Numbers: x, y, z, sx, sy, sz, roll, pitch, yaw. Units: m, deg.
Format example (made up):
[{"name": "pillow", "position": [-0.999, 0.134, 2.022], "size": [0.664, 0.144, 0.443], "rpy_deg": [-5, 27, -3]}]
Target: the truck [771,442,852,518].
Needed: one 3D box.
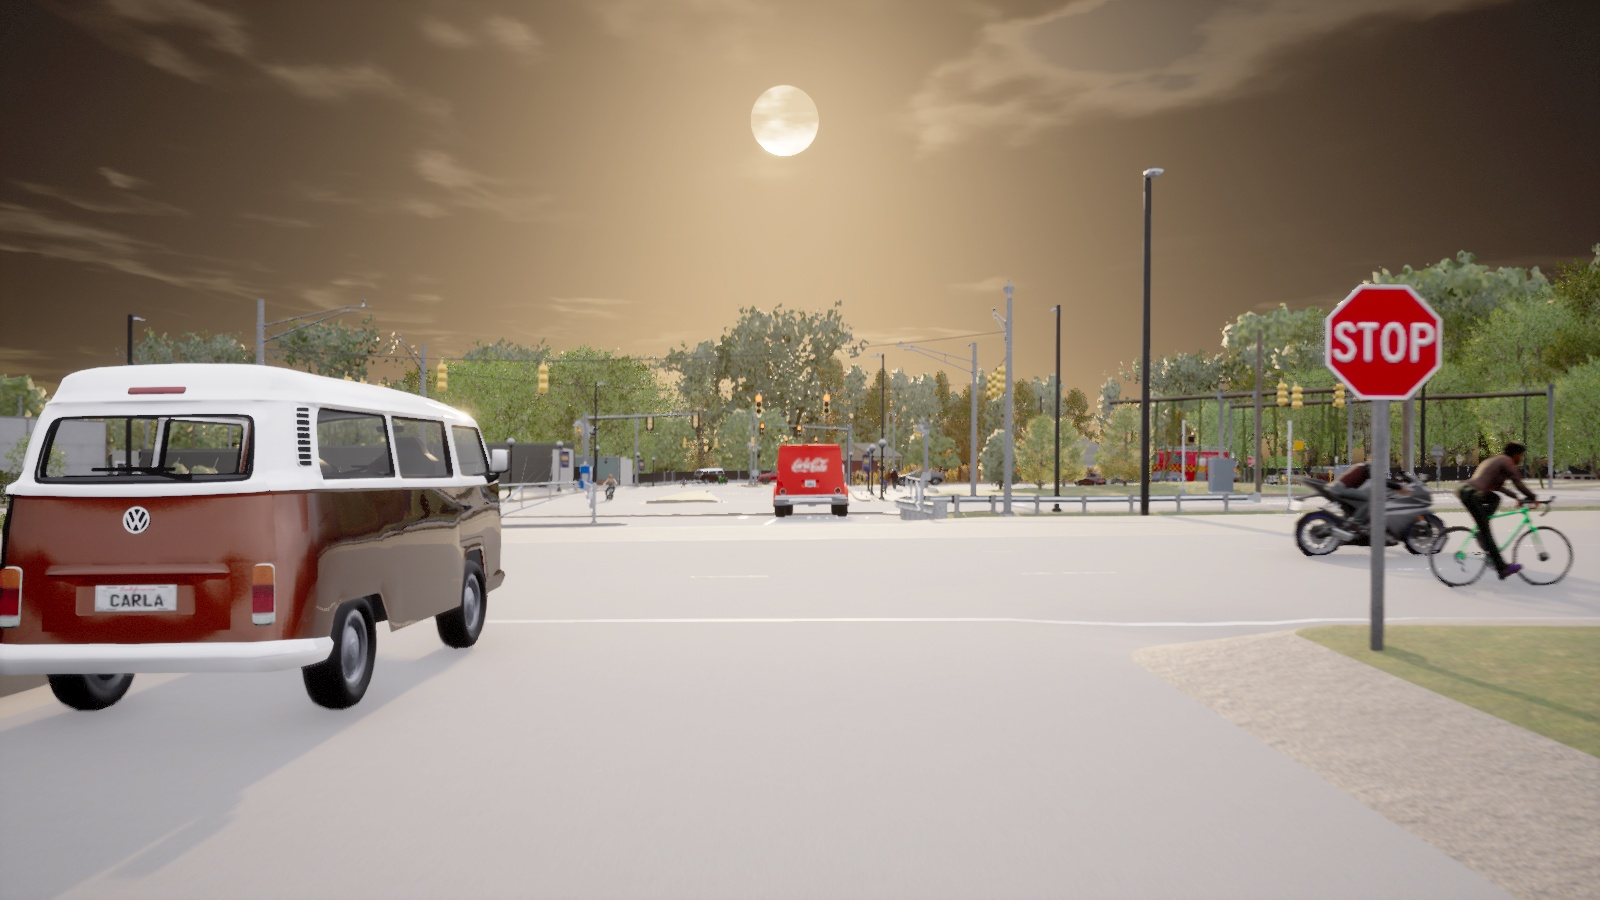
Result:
[{"name": "truck", "position": [0.422, 1.089, 44.113], "size": [2.627, 2.467, 5.204], "rpy_deg": [-1, -2, 1]}]

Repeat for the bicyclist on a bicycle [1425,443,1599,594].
[{"name": "bicyclist on a bicycle", "position": [7.874, 0.738, 13.883], "size": [1.656, 1.620, 0.582], "rpy_deg": [0, 0, -3]}]

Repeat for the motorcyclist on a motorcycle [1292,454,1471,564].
[{"name": "motorcyclist on a motorcycle", "position": [8.426, 0.839, 18.262], "size": [2.191, 1.530, 0.866], "rpy_deg": [-1, 0, 1]}]

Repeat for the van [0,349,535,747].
[{"name": "van", "position": [-3.409, 0.535, 8.737], "size": [2.069, 2.038, 4.480], "rpy_deg": [-1, -1, 1]}]
